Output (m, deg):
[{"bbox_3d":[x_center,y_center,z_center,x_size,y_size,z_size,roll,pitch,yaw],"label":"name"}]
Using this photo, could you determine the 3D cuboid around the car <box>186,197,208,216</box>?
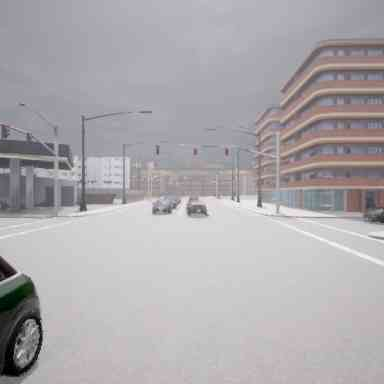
[{"bbox_3d":[0.475,1.526,32.244,1.812,1.442,4.674,-1,0,-3],"label":"car"}]

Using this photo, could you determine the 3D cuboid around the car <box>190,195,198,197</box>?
[{"bbox_3d":[0.430,1.352,66.097,2.097,1.767,4.553,0,0,0],"label":"car"}]

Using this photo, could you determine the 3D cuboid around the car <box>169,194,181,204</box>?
[{"bbox_3d":[-3.208,1.352,65.098,2.097,1.767,4.553,0,0,0],"label":"car"}]

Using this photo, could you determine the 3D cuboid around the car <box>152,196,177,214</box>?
[{"bbox_3d":[-3.076,1.491,35.209,2.128,1.511,4.902,0,0,0],"label":"car"}]

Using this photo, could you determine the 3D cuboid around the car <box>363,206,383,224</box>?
[{"bbox_3d":[14.724,1.353,23.658,4.553,1.767,2.097,0,0,1],"label":"car"}]

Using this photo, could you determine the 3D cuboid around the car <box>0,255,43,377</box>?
[{"bbox_3d":[-3.209,1.352,2.621,2.097,1.767,4.553,0,0,5],"label":"car"}]

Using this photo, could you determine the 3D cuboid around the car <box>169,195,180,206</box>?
[{"bbox_3d":[-3.133,1.352,44.927,2.097,1.767,4.553,0,0,0],"label":"car"}]

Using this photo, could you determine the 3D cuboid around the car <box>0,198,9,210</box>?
[{"bbox_3d":[-23.943,1.456,39.401,3.806,1.475,1.970,0,0,1],"label":"car"}]
